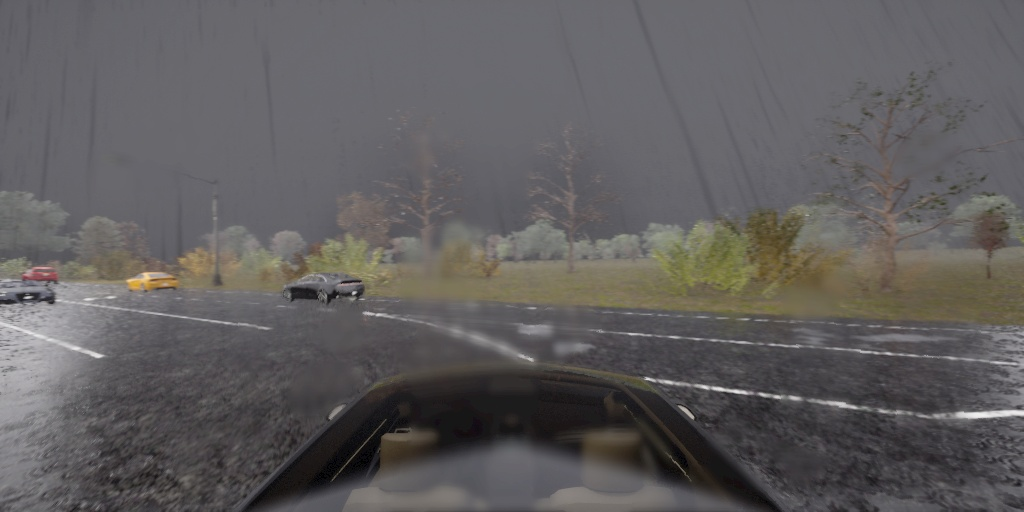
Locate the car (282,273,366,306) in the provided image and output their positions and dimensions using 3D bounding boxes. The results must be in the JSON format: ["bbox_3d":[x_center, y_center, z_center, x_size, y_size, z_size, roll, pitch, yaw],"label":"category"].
[{"bbox_3d":[-9.630,1.604,18.221,4.902,1.511,2.128,-1,-1,28],"label":"car"}]

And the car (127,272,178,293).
[{"bbox_3d":[-28.590,2.057,28.479,5.008,1.535,1.882,-1,-1,28],"label":"car"}]

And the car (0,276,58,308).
[{"bbox_3d":[-27.002,2.028,19.664,4.181,1.385,1.994,-1,-1,28],"label":"car"}]
